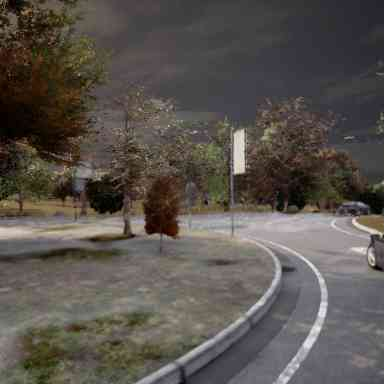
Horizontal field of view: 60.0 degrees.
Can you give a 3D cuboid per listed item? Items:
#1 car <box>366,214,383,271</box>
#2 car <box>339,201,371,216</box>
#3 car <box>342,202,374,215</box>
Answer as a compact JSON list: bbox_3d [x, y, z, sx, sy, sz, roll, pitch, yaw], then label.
[{"bbox_3d":[5.760,1.513,8.175,1.837,1.490,4.892,0,0,17],"label":"car"},{"bbox_3d":[17.620,1.789,35.918,4.892,1.490,1.837,3,-2,-43],"label":"car"},{"bbox_3d":[22.768,2.283,45.483,4.902,1.511,2.128,5,-3,-41],"label":"car"}]
